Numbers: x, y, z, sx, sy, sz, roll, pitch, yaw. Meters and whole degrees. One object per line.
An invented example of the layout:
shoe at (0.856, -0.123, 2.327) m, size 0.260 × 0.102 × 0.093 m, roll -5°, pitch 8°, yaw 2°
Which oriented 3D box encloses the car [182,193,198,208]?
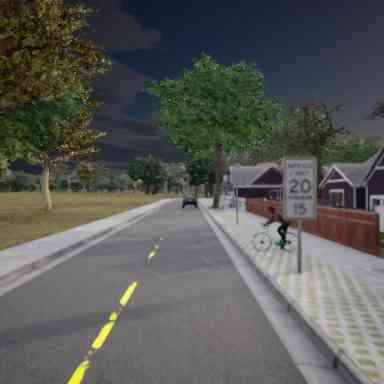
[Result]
car at (-0.274, 1.217, 47.176) m, size 2.150 × 2.045 × 5.566 m, roll 0°, pitch 0°, yaw 0°

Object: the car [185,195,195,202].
car at (-0.427, 1.397, 71.543) m, size 1.882 × 1.535 × 5.008 m, roll 0°, pitch 0°, yaw 0°

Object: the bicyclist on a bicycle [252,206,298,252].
bicyclist on a bicycle at (2.946, 1.303, 11.709) m, size 1.656 × 1.620 × 0.582 m, roll 0°, pitch 0°, yaw 0°
